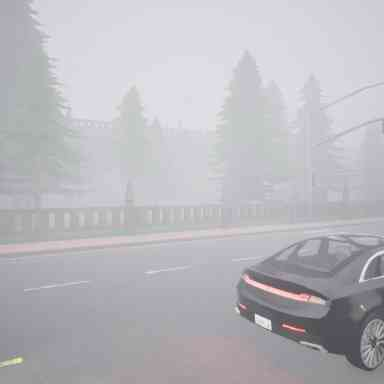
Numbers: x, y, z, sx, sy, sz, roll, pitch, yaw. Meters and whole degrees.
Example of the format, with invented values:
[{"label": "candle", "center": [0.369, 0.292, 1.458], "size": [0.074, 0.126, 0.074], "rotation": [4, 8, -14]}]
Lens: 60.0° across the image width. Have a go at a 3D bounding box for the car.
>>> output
[{"label": "car", "center": [2.990, 1.492, 5.651], "size": [4.902, 1.511, 2.128], "rotation": [0, 0, -32]}]
